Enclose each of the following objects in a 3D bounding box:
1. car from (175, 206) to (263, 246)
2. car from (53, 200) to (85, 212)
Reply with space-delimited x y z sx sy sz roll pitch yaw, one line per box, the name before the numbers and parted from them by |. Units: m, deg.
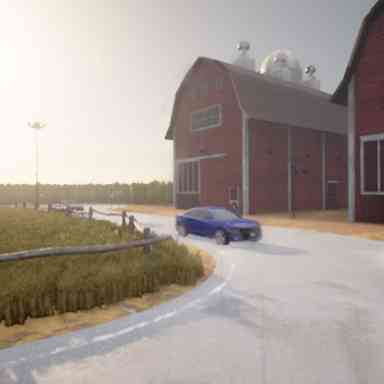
car | 1.068 1.418 15.330 1.882 1.535 5.008 0 0 -33
car | -11.935 1.514 32.116 1.994 1.385 4.181 0 0 -39
